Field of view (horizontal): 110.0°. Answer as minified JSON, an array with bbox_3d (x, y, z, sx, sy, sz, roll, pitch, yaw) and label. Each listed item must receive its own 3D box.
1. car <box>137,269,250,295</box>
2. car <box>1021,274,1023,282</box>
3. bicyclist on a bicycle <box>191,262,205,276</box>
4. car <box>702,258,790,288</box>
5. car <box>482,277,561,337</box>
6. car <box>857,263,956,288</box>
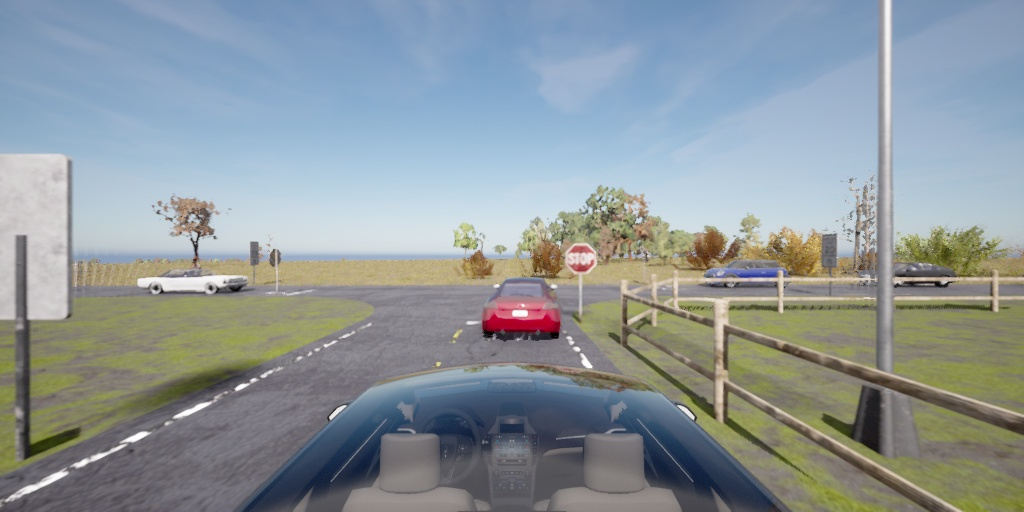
[{"bbox_3d":[-17.213,1.369,19.575,4.718,1.301,1.895,0,0,0],"label":"car"},{"bbox_3d":[35.139,1.192,22.113,5.357,1.411,2.033,0,0,0],"label":"car"},{"bbox_3d":[-22.515,1.227,25.590,0.582,1.620,1.656,0,0,0],"label":"bicyclist on a bicycle"},{"bbox_3d":[14.390,1.033,22.280,4.553,1.767,2.097,0,0,0],"label":"car"},{"bbox_3d":[0.366,1.302,10.351,1.994,1.385,4.181,0,0,5],"label":"car"},{"bbox_3d":[24.296,1.151,22.204,4.902,1.511,2.128,0,0,0],"label":"car"}]
